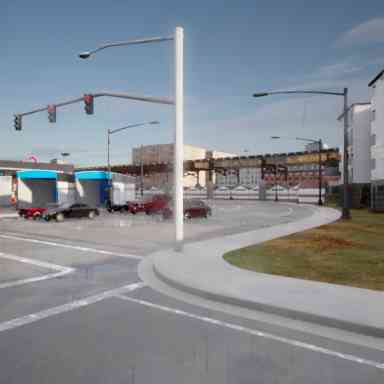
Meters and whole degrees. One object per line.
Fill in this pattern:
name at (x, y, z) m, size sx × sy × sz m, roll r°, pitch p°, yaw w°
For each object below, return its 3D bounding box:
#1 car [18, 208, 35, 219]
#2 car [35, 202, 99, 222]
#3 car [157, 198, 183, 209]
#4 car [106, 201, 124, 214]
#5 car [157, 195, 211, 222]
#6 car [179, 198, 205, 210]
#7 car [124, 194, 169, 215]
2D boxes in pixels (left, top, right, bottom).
car at (-12.295, 1.601, 28.661) m, size 1.895 × 1.301 × 4.718 m, roll 0°, pitch 0°, yaw 37°
car at (-9.592, 1.526, 26.479) m, size 1.812 × 1.442 × 4.674 m, roll 0°, pitch 0°, yaw 36°
car at (-2.956, 1.547, 46.029) m, size 2.033 × 1.411 × 5.357 m, roll 0°, pitch 0°, yaw 15°
car at (-7.111, 1.601, 36.221) m, size 1.895 × 1.301 × 4.718 m, roll 0°, pitch 0°, yaw 30°
car at (-0.318, 1.352, 27.030) m, size 2.097 × 1.767 × 4.553 m, roll 0°, pitch 0°, yaw 35°
car at (0.119, 1.547, 44.101) m, size 2.033 × 1.411 × 5.357 m, roll 0°, pitch 0°, yaw 16°
car at (-4.130, 1.221, 34.417) m, size 2.150 × 2.045 × 5.566 m, roll 0°, pitch 0°, yaw 30°
